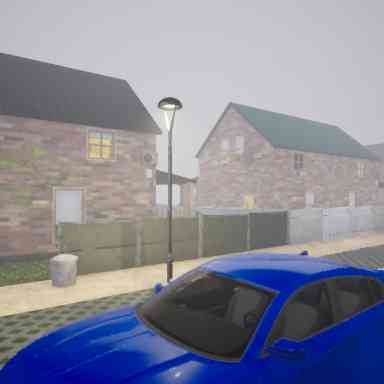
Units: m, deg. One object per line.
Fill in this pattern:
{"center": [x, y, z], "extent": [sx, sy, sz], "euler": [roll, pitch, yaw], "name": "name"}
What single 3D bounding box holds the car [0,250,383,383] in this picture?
{"center": [0.706, 1.479, 3.581], "extent": [5.008, 1.535, 1.882], "euler": [0, 0, -36], "name": "car"}
